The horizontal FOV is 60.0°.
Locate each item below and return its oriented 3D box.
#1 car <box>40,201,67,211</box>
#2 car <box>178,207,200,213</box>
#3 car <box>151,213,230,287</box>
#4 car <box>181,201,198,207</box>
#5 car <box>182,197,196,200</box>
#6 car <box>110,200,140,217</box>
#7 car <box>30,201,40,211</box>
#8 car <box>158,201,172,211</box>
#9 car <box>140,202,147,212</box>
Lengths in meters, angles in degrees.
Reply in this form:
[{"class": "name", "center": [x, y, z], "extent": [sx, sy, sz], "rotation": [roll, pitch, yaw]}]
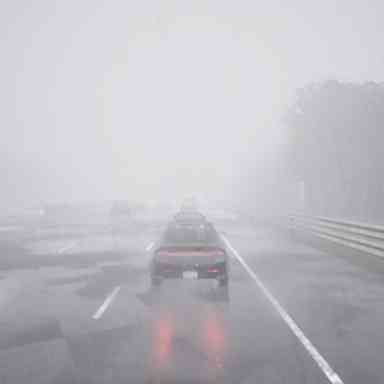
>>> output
[{"class": "car", "center": [-18.050, 1.890, 44.736], "extent": [1.882, 1.535, 5.008], "rotation": [0, -1, 0]}, {"class": "car", "center": [-0.136, 1.774, 18.788], "extent": [1.895, 1.301, 4.718], "rotation": [0, -1, -1]}, {"class": "car", "center": [-0.049, 1.580, 9.536], "extent": [2.128, 1.511, 4.902], "rotation": [0, 0, 0]}, {"class": "car", "center": [-0.269, 1.811, 28.672], "extent": [2.033, 1.411, 5.357], "rotation": [0, -1, -1]}, {"class": "car", "center": [-0.422, 1.647, 46.256], "extent": [2.150, 2.045, 5.566], "rotation": [0, -1, -1]}, {"class": "car", "center": [-7.270, 1.680, 35.660], "extent": [2.097, 1.767, 4.553], "rotation": [0, -1, -1]}, {"class": "car", "center": [-21.560, 2.007, 47.950], "extent": [1.994, 1.385, 4.181], "rotation": [0, -1, 0]}, {"class": "car", "center": [-3.952, 1.991, 48.219], "extent": [2.033, 1.411, 5.357], "rotation": [0, -1, -1]}, {"class": "car", "center": [-7.417, 2.026, 46.194], "extent": [1.895, 1.301, 4.718], "rotation": [0, -1, -2]}]
